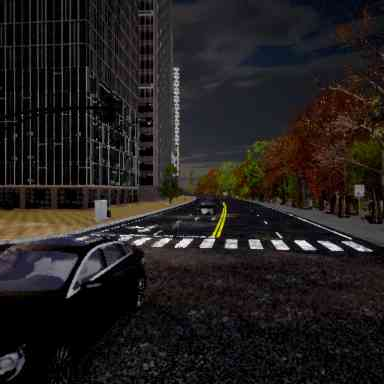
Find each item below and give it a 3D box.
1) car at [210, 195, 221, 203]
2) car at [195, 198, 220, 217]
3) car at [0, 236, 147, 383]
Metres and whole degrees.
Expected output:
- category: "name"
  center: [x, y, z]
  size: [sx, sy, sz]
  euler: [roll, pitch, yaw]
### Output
- category: "car"
  center: [4.701, 1.400, 66.046]
  size: [1.994, 1.385, 4.181]
  euler: [0, 0, 4]
- category: "car"
  center: [1.368, 1.504, 31.665]
  size: [2.128, 1.511, 4.902]
  euler: [0, 0, 7]
- category: "car"
  center: [-2.085, 1.512, 5.056]
  size: [2.128, 1.511, 4.902]
  euler: [0, 0, 8]
